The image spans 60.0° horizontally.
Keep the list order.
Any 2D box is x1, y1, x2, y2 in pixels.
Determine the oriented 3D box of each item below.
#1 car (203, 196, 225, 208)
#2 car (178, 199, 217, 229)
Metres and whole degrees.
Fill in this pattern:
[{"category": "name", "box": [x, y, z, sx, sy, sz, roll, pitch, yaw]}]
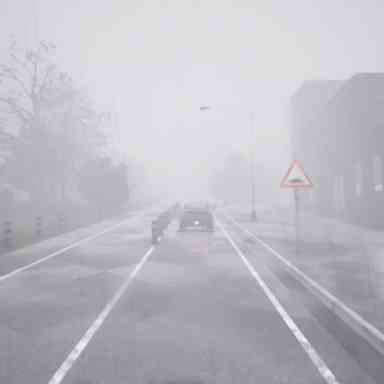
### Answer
[{"category": "car", "box": [2.283, 1.182, 37.325, 1.812, 1.442, 4.674, -3, 0, 23]}, {"category": "car", "box": [0.249, 1.354, 19.381, 1.837, 1.490, 4.892, 0, -1, 0]}]
